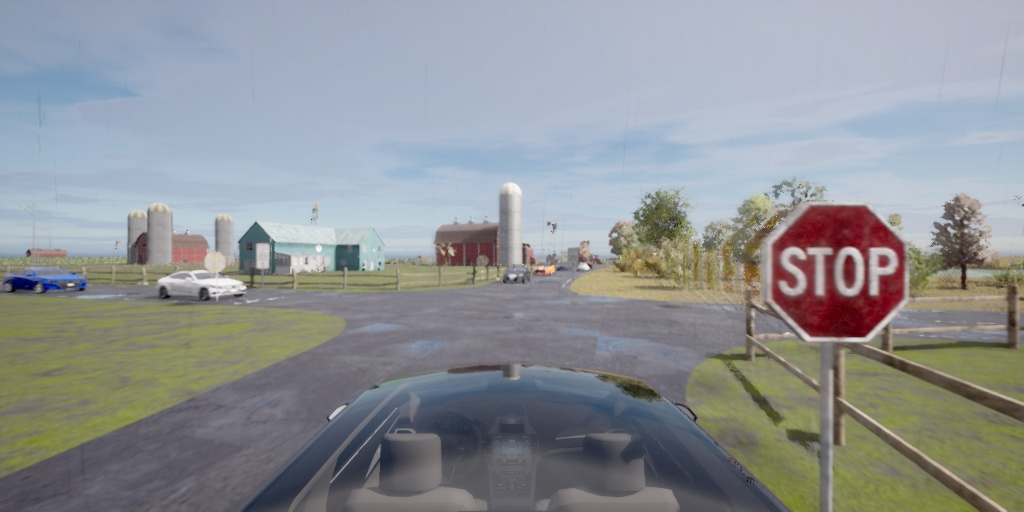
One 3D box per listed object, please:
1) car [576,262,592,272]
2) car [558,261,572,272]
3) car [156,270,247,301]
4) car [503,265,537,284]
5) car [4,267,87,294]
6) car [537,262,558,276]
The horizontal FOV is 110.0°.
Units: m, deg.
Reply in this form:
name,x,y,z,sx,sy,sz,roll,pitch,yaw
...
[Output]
name,x,y,z,sx,sy,sz,roll,pitch,yaw
car,12.145,1.915,61.532,1.812,1.442,4.674,0,-1,17
car,8.573,1.705,59.489,2.097,1.767,4.553,0,0,18
car,-16.152,1.468,18.613,4.674,1.442,1.812,0,0,16
car,0.515,1.540,31.087,2.128,1.511,4.902,0,-1,12
car,-29.030,1.474,22.337,5.008,1.535,1.882,0,0,16
car,3.981,1.544,44.648,2.097,1.767,4.553,0,-1,17
